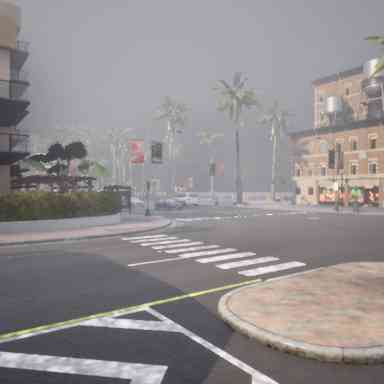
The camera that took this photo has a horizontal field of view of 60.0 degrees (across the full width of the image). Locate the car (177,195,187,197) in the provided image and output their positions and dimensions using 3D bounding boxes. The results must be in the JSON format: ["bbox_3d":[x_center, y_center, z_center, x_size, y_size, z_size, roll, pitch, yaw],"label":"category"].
[{"bbox_3d":[-3.445,1.535,48.527,2.033,1.411,5.357,0,0,-35],"label":"car"}]

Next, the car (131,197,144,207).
[{"bbox_3d":[-8.852,1.516,49.822,1.812,1.442,4.674,0,0,-35],"label":"car"}]

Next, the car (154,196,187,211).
[{"bbox_3d":[-3.043,1.516,41.521,1.812,1.442,4.674,0,0,-35],"label":"car"}]

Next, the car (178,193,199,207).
[{"bbox_3d":[-1.193,1.208,51.411,2.150,2.045,5.566,0,0,-35],"label":"car"}]
